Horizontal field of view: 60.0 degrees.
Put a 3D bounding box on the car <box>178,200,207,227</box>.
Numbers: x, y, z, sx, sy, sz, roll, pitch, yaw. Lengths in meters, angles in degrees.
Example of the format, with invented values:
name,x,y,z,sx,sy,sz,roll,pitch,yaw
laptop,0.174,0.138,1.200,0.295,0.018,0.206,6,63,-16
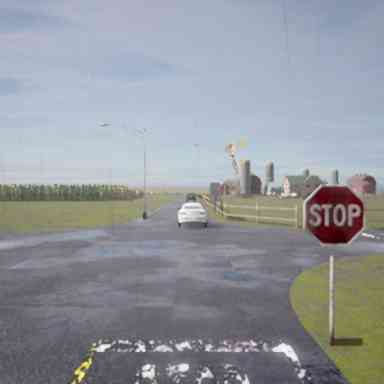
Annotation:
name,x,y,z,sx,sy,sz,roll,pitch,yaw
car,0.037,1.491,22.583,1.812,1.442,4.674,0,0,0

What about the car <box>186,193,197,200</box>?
name,x,y,z,sx,sy,sz,roll,pitch,yaw
car,-0.199,1.148,71.436,2.150,2.045,5.566,0,0,0
